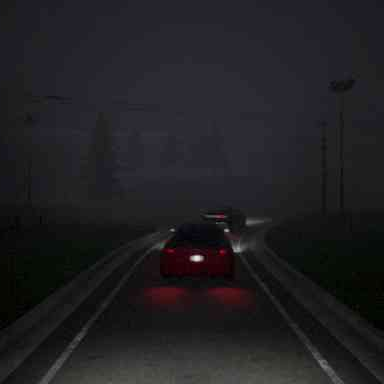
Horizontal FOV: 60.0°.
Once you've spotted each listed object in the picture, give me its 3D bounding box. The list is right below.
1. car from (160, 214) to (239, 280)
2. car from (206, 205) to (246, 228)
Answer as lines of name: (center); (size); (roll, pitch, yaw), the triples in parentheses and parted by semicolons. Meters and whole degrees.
car: (0.219, 1.611, 10.189); (1.994, 1.385, 4.181); (0, 0, 3)
car: (2.111, 1.585, 20.753); (2.128, 1.511, 4.902); (0, 0, 20)
